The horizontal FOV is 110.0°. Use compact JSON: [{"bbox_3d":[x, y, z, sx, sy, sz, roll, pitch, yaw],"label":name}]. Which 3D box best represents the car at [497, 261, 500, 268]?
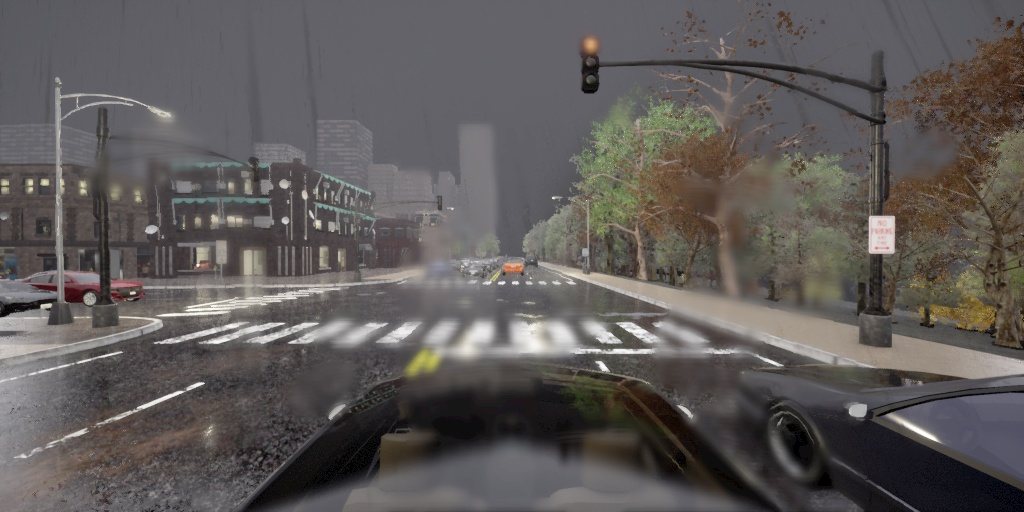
[{"bbox_3d":[-3.278,1.224,51.776,2.128,1.511,4.902,0,0,0],"label":"car"}]

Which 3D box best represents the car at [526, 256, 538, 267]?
[{"bbox_3d":[3.428,0.948,64.252,2.150,2.045,5.566,0,0,0],"label":"car"}]

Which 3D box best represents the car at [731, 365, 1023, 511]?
[{"bbox_3d":[3.350,1.297,1.504,2.033,1.411,5.357,0,0,0],"label":"car"}]

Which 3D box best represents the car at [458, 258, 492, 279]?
[{"bbox_3d":[-3.305,1.232,32.968,2.128,1.511,4.902,0,0,0],"label":"car"}]

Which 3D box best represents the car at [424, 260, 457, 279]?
[{"bbox_3d":[-6.557,1.266,32.981,1.812,1.442,4.674,0,0,0],"label":"car"}]

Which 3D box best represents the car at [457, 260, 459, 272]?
[{"bbox_3d":[-6.543,1.241,42.241,1.837,1.490,4.892,0,0,0],"label":"car"}]

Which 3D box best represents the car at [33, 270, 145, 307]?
[{"bbox_3d":[-19.821,1.448,16.386,5.008,1.535,1.882,-1,1,0],"label":"car"}]

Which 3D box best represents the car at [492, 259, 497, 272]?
[{"bbox_3d":[-3.292,1.228,42.373,2.128,1.511,4.902,0,0,0],"label":"car"}]

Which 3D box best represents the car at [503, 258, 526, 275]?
[{"bbox_3d":[0.131,1.089,38.908,2.097,1.767,4.553,0,0,0],"label":"car"}]

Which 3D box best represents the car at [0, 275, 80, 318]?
[{"bbox_3d":[-19.932,1.565,13.681,4.313,1.339,1.948,0,0,0],"label":"car"}]
